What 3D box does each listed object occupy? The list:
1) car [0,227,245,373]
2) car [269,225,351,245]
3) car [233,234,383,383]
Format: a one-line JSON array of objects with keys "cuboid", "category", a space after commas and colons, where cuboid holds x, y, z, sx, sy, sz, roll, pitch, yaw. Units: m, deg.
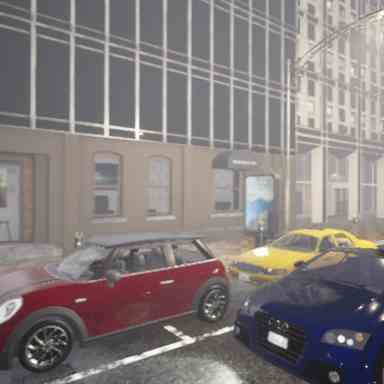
[{"cuboid": [-1.329, 1.468, 5.610, 4.097, 1.590, 1.967, 0, 0, -36], "category": "car"}, {"cuboid": [3.118, 1.585, 8.807, 4.829, 1.417, 1.752, 0, 0, -36], "category": "car"}, {"cuboid": [2.647, 1.602, 5.157, 4.181, 1.385, 1.994, 0, 0, -36], "category": "car"}]
